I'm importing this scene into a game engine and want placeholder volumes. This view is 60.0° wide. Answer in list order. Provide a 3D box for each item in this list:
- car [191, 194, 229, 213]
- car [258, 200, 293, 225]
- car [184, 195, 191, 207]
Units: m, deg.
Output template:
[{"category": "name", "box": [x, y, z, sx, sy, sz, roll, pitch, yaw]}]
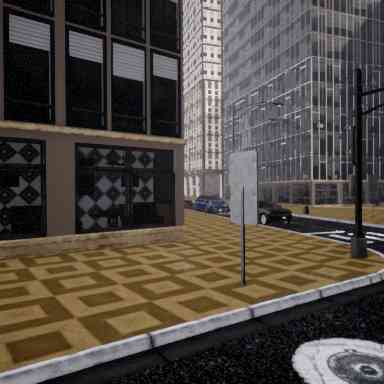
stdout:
[{"category": "car", "box": [1.835, 1.020, 31.924, 2.097, 1.767, 4.553, -1, 1, -19]}, {"category": "car", "box": [4.884, 1.278, 22.851, 1.882, 1.535, 5.008, -1, 1, -19]}, {"category": "car", "box": [-1.318, 1.094, 41.344, 1.994, 1.385, 4.181, -1, 1, -18]}]
